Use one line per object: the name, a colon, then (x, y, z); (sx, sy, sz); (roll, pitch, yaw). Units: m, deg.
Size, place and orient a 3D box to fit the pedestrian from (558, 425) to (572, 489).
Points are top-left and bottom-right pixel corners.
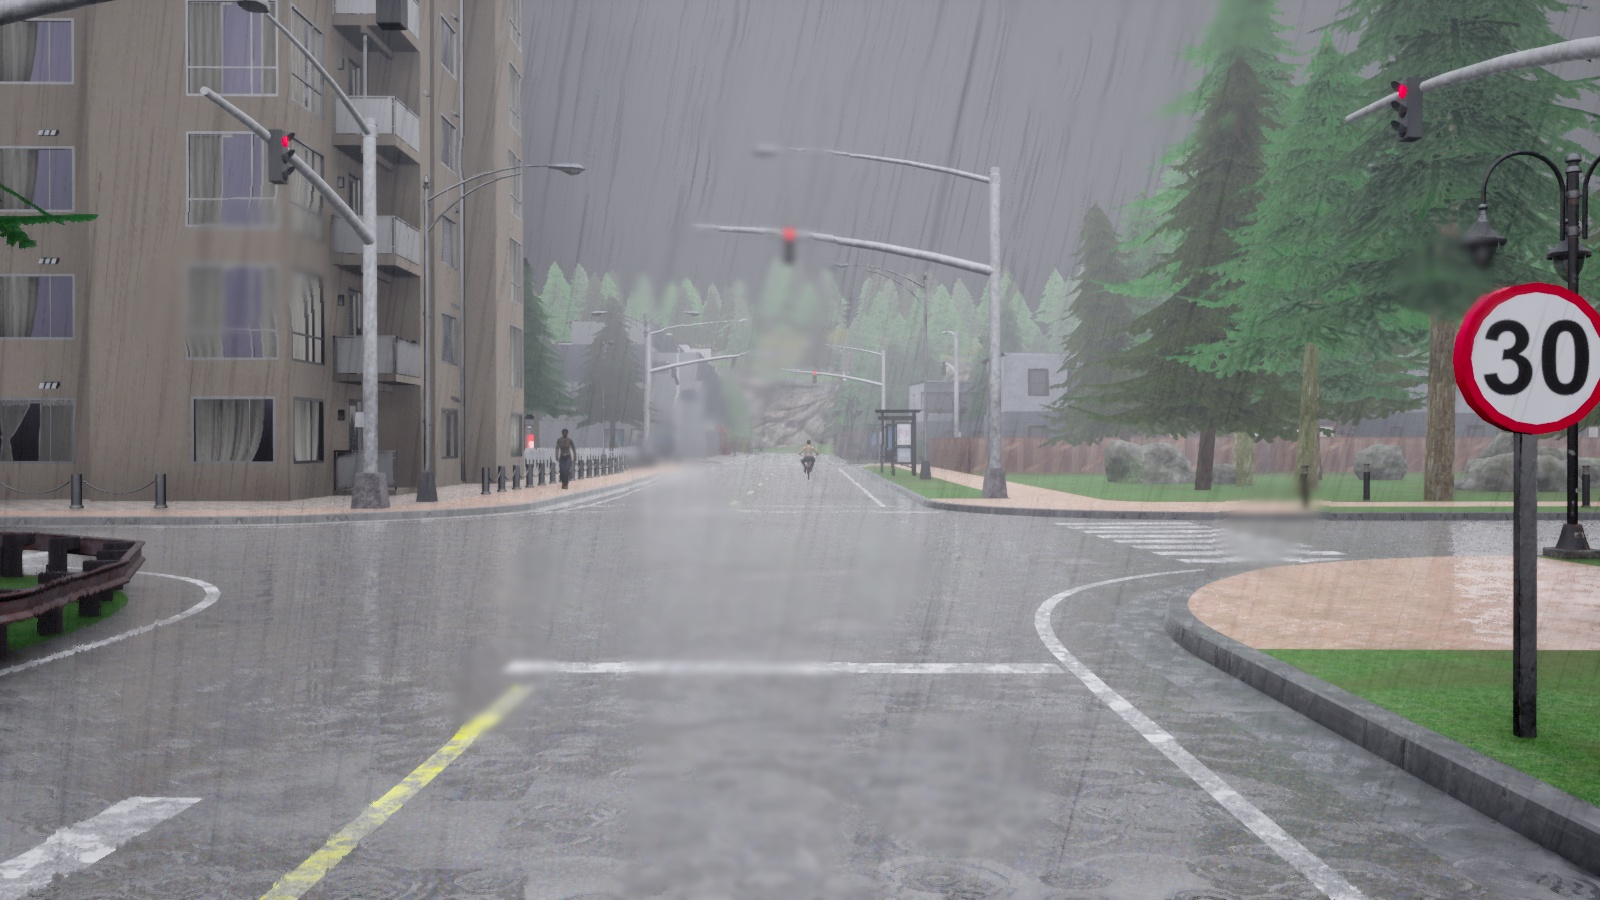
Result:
pedestrian: (-6.754, 0.198, 36.107); (0.328, 1.805, 0.869); (0, 0, -5)
